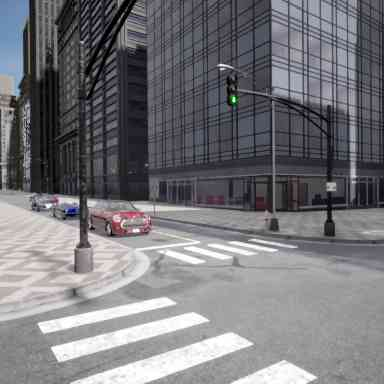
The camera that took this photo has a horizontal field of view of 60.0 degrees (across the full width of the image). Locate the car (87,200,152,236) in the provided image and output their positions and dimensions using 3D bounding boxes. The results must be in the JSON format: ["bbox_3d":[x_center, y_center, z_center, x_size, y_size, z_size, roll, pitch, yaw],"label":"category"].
[{"bbox_3d":[-3.931,1.234,17.708,2.097,1.767,4.553,-1,1,-34],"label":"car"}]

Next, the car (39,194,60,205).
[{"bbox_3d":[-20.585,1.063,47.886,1.994,1.385,4.181,-1,1,-34],"label":"car"}]

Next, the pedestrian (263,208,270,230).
[{"bbox_3d":[3.894,1.374,17.302,0.500,1.100,0.500,0,0,-34],"label":"pedestrian"}]

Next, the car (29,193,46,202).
[{"bbox_3d":[-26.145,0.884,56.046,1.837,1.490,4.892,-1,1,-34],"label":"car"}]

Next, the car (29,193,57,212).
[{"bbox_3d":[-15.446,1.179,34.669,2.128,1.511,4.902,-1,1,-34],"label":"car"}]

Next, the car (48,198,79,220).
[{"bbox_3d":[-9.616,1.390,26.083,1.895,1.301,4.718,-1,1,-34],"label":"car"}]
